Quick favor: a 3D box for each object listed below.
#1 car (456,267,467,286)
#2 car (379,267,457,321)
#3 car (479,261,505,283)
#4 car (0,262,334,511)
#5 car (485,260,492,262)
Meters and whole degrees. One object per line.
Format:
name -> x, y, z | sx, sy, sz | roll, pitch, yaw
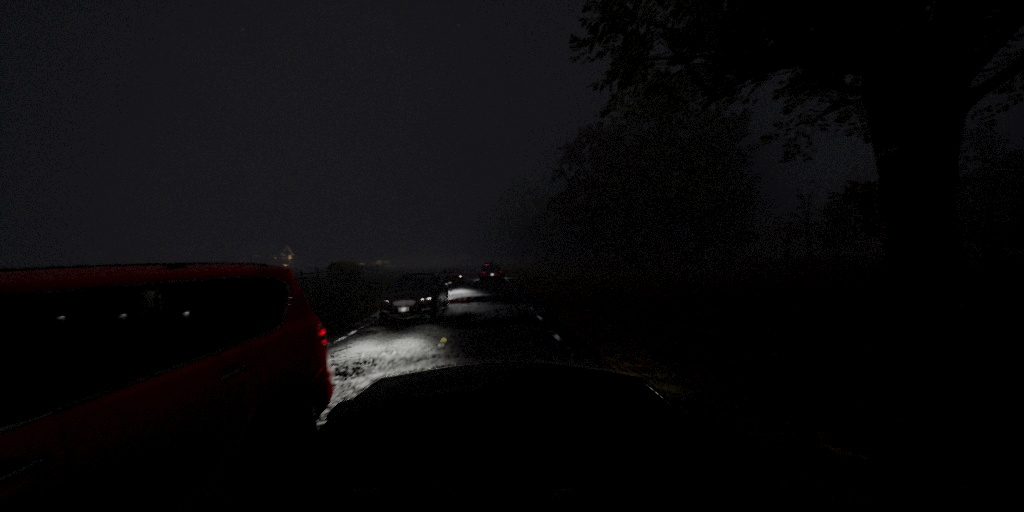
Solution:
car -> -4.427, 1.530, 26.967 | 1.895, 1.301, 4.718 | -2, 0, -4
car -> -3.499, 1.381, 13.437 | 2.128, 1.511, 4.902 | -2, 0, -4
car -> -1.633, 1.383, 29.049 | 1.994, 1.385, 4.181 | -2, 0, -4
car -> -2.952, 1.084, 1.471 | 2.150, 2.045, 5.566 | -2, 0, 0
car -> -3.212, 1.386, 51.774 | 1.837, 1.490, 4.892 | -2, 0, -4
